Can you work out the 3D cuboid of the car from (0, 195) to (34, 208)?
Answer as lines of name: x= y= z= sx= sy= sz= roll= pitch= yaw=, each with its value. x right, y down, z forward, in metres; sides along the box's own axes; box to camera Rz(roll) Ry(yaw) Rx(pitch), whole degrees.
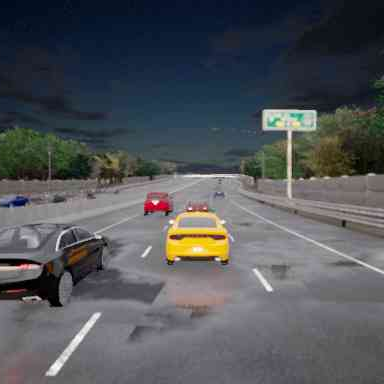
car: x=-20.439 y=1.097 z=37.841 sx=1.882 sy=1.535 sz=5.008 roll=0 pitch=1 yaw=2

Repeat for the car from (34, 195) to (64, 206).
car: x=-16.880 y=1.125 z=39.875 sx=2.033 sy=1.411 sz=5.357 roll=0 pitch=1 yaw=2

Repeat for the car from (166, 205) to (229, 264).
car: x=0.182 y=1.444 z=11.778 sx=1.882 sy=1.535 sz=5.008 roll=0 pitch=0 yaw=1

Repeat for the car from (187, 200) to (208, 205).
car: x=0.520 y=1.368 z=29.914 sx=1.895 sy=1.301 sz=4.718 roll=0 pitch=1 yaw=2

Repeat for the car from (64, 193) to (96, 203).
car: x=-13.340 y=0.915 z=40.573 sx=2.097 sy=1.767 sz=4.553 roll=0 pitch=1 yaw=2

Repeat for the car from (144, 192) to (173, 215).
car: x=-2.971 y=0.982 z=30.284 sx=2.150 sy=2.045 sz=5.566 roll=0 pitch=1 yaw=2

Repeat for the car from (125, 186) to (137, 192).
car: x=-14.712 y=-0.644 z=80.322 sx=2.097 sy=1.767 sz=4.553 roll=0 pitch=2 yaw=4

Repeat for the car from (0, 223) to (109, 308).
car: x=-3.354 y=1.476 z=7.885 sx=2.128 sy=1.511 sz=4.902 roll=0 pitch=0 yaw=0

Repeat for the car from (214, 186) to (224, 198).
car: x=5.540 y=0.137 z=68.240 sx=2.097 sy=1.767 sz=4.553 roll=0 pitch=2 yaw=4
